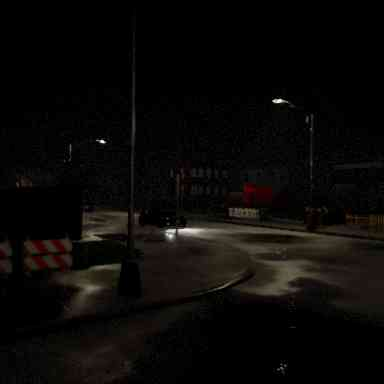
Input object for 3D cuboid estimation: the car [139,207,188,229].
[{"bbox_3d":[-2.071,1.734,23.271,1.994,1.385,4.181,1,-1,-36],"label":"car"}]
